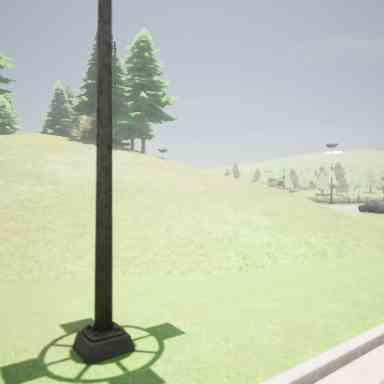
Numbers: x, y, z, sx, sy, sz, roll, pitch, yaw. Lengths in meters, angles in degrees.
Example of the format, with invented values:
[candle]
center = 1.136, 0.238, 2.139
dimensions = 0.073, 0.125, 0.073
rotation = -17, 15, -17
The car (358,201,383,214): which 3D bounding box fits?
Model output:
[car]
center = 21.054, 1.760, 38.129
dimensions = 1.994, 1.385, 4.181
rotation = 0, 0, -11
